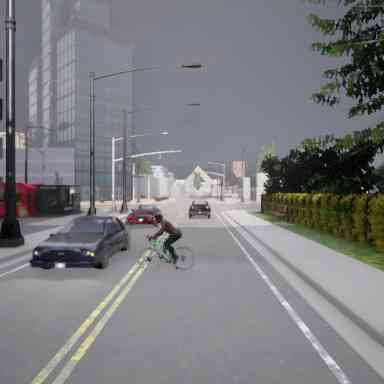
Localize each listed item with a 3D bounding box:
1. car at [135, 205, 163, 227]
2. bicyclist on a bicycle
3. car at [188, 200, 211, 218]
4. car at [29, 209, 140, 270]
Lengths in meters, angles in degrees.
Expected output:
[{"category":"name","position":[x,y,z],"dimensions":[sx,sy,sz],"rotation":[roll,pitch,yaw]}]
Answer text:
[{"category":"car","position":[-3.126,1.564,22.596],"dimensions":[1.994,1.385,4.181],"rotation":[0,0,2]},{"category":"bicyclist on a bicycle","position":[-0.761,1.451,9.488],"dimensions":[1.656,1.620,0.582],"rotation":[-2,0,1]},{"category":"car","position":[0.710,1.489,29.818],"dimensions":[2.128,1.511,4.902],"rotation":[0,0,1]},{"category":"car","position":[-3.384,1.547,11.362],"dimensions":[2.033,1.411,5.357],"rotation":[0,0,1]}]
